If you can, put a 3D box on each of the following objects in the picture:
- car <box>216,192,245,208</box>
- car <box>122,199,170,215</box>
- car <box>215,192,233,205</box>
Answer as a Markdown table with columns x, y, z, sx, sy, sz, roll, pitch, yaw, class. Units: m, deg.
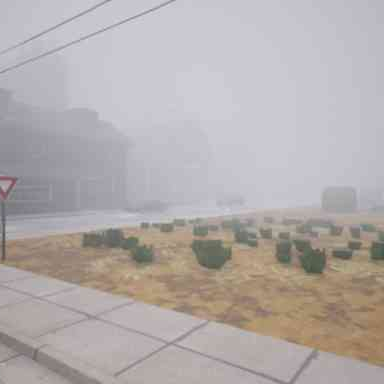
| x | y | z | sx | sy | sz | roll | pitch | yaw | class |
| --- | --- | --- | --- | --- | --- | --- | --- | --- | --- |
| 5.619 | 1.200 | 47.797 | 2.150 | 2.045 | 5.566 | 0 | 0 | 35 | car |
| -4.475 | 1.437 | 33.357 | 2.033 | 1.411 | 5.357 | 0 | 0 | 35 | car |
| 5.183 | 1.018 | 54.489 | 1.905 | 1.878 | 3.866 | 6 | 1 | -8 | car |
